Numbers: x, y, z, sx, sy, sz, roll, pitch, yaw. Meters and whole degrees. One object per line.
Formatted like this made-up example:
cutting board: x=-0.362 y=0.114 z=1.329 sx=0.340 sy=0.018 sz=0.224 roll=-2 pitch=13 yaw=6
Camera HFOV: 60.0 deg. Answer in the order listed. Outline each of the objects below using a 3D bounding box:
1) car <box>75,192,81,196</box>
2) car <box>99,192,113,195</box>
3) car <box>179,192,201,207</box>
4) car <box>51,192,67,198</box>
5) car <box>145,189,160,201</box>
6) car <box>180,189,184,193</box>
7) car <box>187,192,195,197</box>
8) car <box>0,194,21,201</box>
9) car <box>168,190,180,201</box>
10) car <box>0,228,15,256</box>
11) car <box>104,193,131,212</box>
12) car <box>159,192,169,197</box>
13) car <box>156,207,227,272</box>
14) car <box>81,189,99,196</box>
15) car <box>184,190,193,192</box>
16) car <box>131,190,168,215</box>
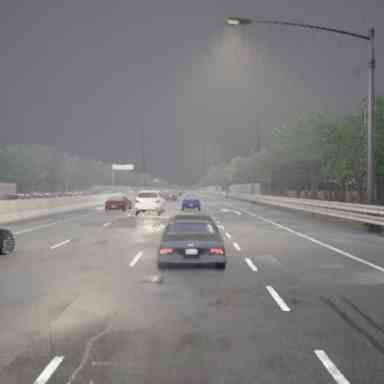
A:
car: x=-24.715 y=0.609 z=74.433 sx=1.994 sy=1.385 sz=4.181 roll=0 pitch=1 yaw=0
car: x=-17.703 y=0.716 z=70.856 sx=1.882 sy=1.535 sz=5.008 roll=0 pitch=1 yaw=0
car: x=-0.085 y=1.080 z=34.991 sx=1.882 sy=1.535 sz=5.008 roll=0 pitch=1 yaw=0
car: x=-28.203 y=0.748 z=70.822 sx=1.837 sy=1.490 sz=4.892 roll=0 pitch=1 yaw=0
car: x=-7.170 y=0.563 z=60.548 sx=2.150 sy=2.045 sz=5.566 roll=0 pitch=1 yaw=0
car: x=-3.752 y=0.436 z=85.964 sx=2.097 sy=1.767 sz=4.553 roll=0 pitch=1 yaw=0
car: x=-0.266 y=0.587 z=90.247 sx=1.994 sy=1.385 sz=4.181 roll=0 pitch=1 yaw=0
car: x=-17.655 y=1.015 z=30.874 sx=2.097 sy=1.767 sz=4.553 roll=0 pitch=1 yaw=0
car: x=-3.662 y=0.708 z=58.726 sx=2.097 sy=1.767 sz=4.553 roll=0 pitch=1 yaw=0
car: x=-7.015 y=1.418 z=9.520 sx=1.812 sy=1.442 sz=4.674 roll=0 pitch=1 yaw=0
car: x=-7.076 y=1.113 z=32.469 sx=1.882 sy=1.535 sz=5.008 roll=0 pitch=1 yaw=0
car: x=-7.252 y=0.624 z=86.020 sx=2.033 sy=1.411 sz=5.357 roll=0 pitch=1 yaw=0
car: x=-0.015 y=1.423 z=10.340 sx=2.033 sy=1.411 sz=5.357 roll=0 pitch=1 yaw=0
car: x=-21.203 y=0.467 z=70.812 sx=2.150 sy=2.045 sz=5.566 roll=0 pitch=1 yaw=0
car: x=-0.174 y=0.796 z=62.176 sx=1.882 sy=1.535 sz=5.008 roll=0 pitch=1 yaw=0
car: x=-3.565 y=0.890 z=29.099 sx=2.150 sy=2.045 sz=5.566 roll=0 pitch=1 yaw=0
